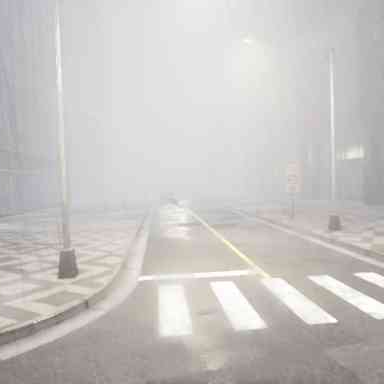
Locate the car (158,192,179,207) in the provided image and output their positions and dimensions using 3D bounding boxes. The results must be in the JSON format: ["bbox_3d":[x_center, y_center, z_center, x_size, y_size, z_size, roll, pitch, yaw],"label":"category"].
[{"bbox_3d":[-2.528,0.712,35.070,1.812,1.442,4.674,-2,2,-6],"label":"car"}]
